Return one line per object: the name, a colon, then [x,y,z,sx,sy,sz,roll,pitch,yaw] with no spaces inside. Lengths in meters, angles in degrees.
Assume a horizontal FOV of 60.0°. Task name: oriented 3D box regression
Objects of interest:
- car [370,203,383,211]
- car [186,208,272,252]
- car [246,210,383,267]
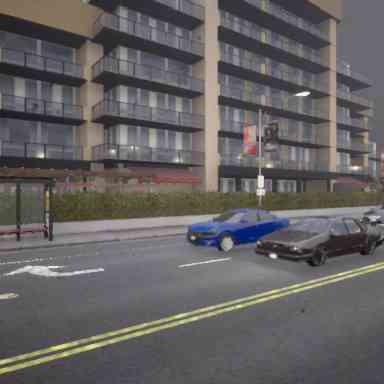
car: [13.278,1.491,22.099,4.902,1.511,2.128,0,0,-36]
car: [2.073,1.477,14.072,5.008,1.535,1.882,0,0,-36]
car: [4.616,1.548,11.587,5.357,1.411,2.033,0,0,-35]
